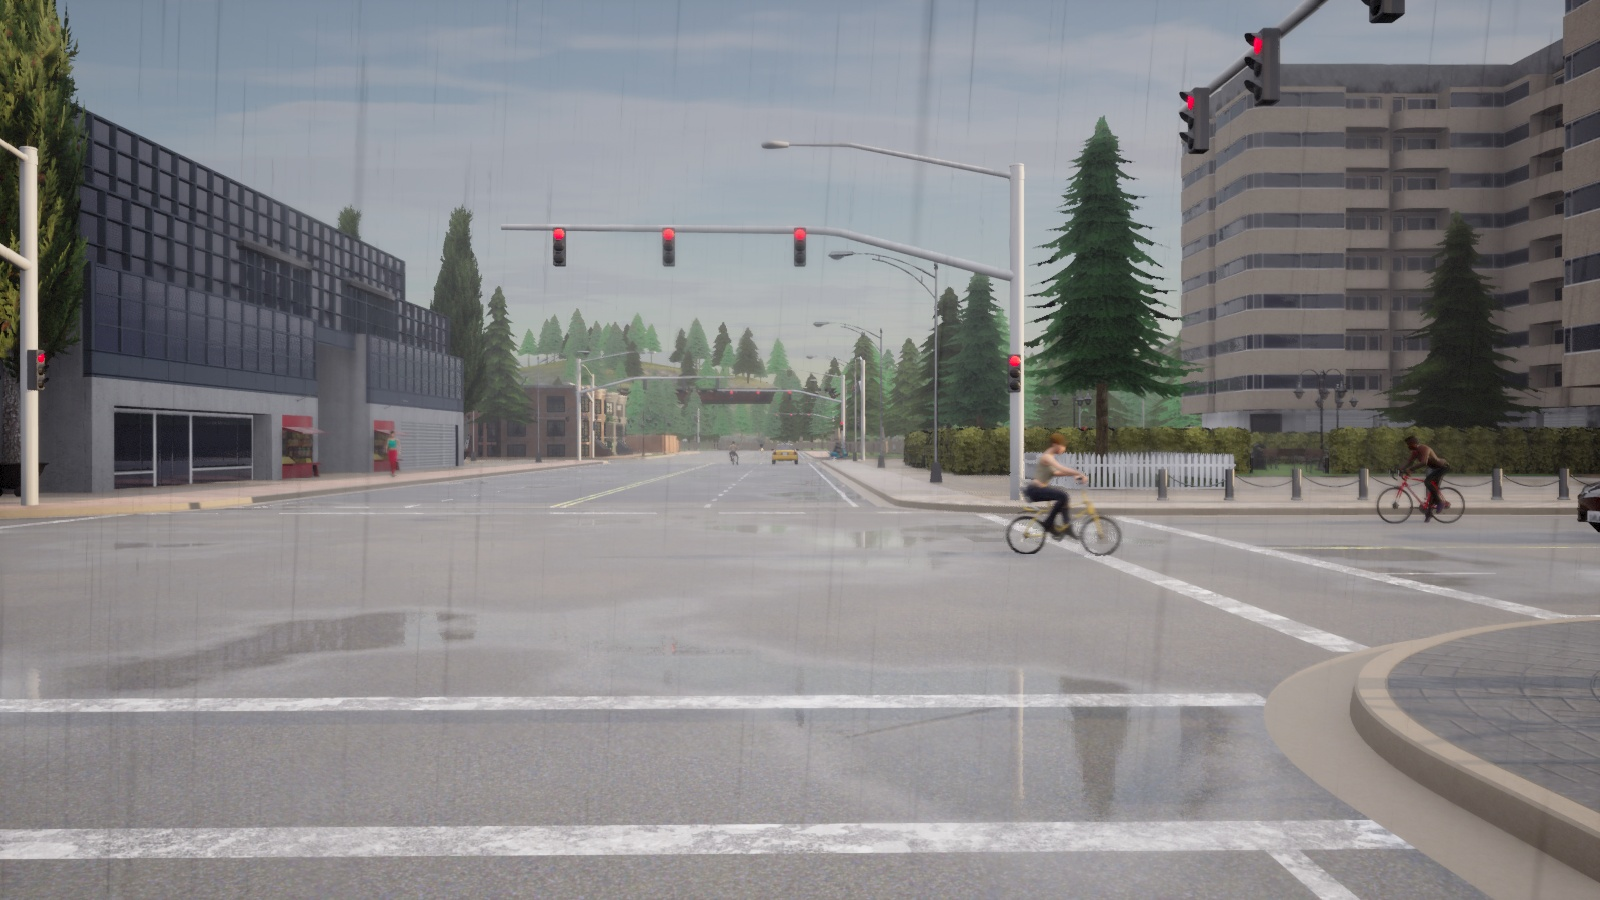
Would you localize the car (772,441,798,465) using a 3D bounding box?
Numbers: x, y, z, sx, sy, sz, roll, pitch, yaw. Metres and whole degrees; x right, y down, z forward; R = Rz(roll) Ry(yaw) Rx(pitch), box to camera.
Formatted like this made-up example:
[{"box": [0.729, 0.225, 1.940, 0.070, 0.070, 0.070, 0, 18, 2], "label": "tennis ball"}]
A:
[{"box": [-1.048, 0.189, 87.747, 1.801, 1.575, 5.366, 0, 0, -1], "label": "car"}]

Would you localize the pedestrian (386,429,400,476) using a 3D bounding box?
[{"box": [-16.019, 0.113, 49.408, 0.345, 1.836, 0.594, 0, 0, -1], "label": "pedestrian"}]

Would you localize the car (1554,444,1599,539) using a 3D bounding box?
[{"box": [14.827, 0.647, 19.625, 4.792, 1.488, 2.163, 0, 0, -1], "label": "car"}]

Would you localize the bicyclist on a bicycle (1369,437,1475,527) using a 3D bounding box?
[{"box": [11.414, 0.578, 23.080, 1.656, 1.620, 0.582, 0, 0, -1], "label": "bicyclist on a bicycle"}]

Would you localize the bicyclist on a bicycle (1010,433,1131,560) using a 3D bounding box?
[{"box": [3.536, 0.593, 16.477, 1.509, 1.612, 0.866, 0, -1, 11], "label": "bicyclist on a bicycle"}]
